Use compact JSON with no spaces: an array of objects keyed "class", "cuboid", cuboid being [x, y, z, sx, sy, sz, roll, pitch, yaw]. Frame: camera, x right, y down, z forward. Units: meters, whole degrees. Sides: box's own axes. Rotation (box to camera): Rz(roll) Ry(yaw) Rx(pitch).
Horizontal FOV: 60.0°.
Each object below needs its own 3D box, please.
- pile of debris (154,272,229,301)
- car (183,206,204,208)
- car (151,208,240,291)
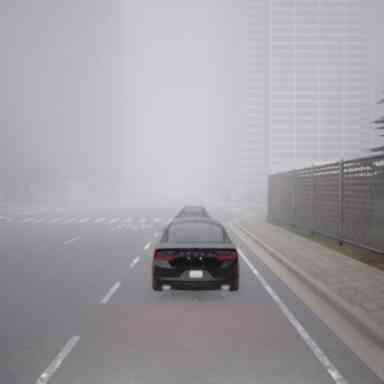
[{"class":"pile of debris","cuboid":[-0.015,2.117,7.600,1.500,0.140,1.860,0,0,0]},{"class":"car","cuboid":[0.082,1.429,17.888,1.994,1.385,4.181,0,0,2]},{"class":"car","cuboid":[0.076,1.410,8.856,1.882,1.535,5.008,0,0,0]}]
